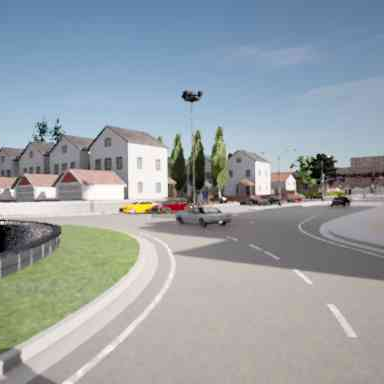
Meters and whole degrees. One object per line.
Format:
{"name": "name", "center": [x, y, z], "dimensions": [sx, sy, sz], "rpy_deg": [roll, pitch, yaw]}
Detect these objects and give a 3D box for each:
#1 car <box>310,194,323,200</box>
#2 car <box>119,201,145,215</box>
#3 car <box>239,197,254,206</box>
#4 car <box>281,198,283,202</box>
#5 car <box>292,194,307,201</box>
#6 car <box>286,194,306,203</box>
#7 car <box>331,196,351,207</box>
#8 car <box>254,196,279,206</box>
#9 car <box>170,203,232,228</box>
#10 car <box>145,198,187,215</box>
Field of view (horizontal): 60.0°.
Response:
{"name": "car", "center": [28.591, 1.138, 76.515], "dimensions": [1.895, 1.301, 4.718], "rpy_deg": [-1, 0, 37]}
{"name": "car", "center": [-6.055, 1.745, 38.844], "dimensions": [5.008, 1.535, 1.882], "rpy_deg": [-1, 0, -39]}
{"name": "car", "center": [9.778, 1.633, 57.037], "dimensions": [1.994, 1.385, 4.181], "rpy_deg": [-1, 0, 37]}
{"name": "car", "center": [16.413, 1.493, 65.948], "dimensions": [1.837, 1.490, 4.892], "rpy_deg": [-1, 0, 37]}
{"name": "car", "center": [25.056, 1.236, 77.621], "dimensions": [1.812, 1.442, 4.674], "rpy_deg": [-1, 0, 37]}
{"name": "car", "center": [20.026, 1.403, 64.947], "dimensions": [1.882, 1.535, 5.008], "rpy_deg": [-1, 0, 37]}
{"name": "car", "center": [20.938, 1.337, 46.666], "dimensions": [1.837, 1.490, 4.892], "rpy_deg": [-1, 0, 36]}
{"name": "car", "center": [12.545, 1.538, 54.918], "dimensions": [1.812, 1.442, 4.674], "rpy_deg": [-1, 0, 37]}
{"name": "car", "center": [0.657, 1.687, 23.387], "dimensions": [1.895, 1.301, 4.718], "rpy_deg": [-1, 0, -33]}
{"name": "car", "center": [-2.462, 1.551, 37.334], "dimensions": [4.553, 1.767, 2.097], "rpy_deg": [-1, 0, -42]}
